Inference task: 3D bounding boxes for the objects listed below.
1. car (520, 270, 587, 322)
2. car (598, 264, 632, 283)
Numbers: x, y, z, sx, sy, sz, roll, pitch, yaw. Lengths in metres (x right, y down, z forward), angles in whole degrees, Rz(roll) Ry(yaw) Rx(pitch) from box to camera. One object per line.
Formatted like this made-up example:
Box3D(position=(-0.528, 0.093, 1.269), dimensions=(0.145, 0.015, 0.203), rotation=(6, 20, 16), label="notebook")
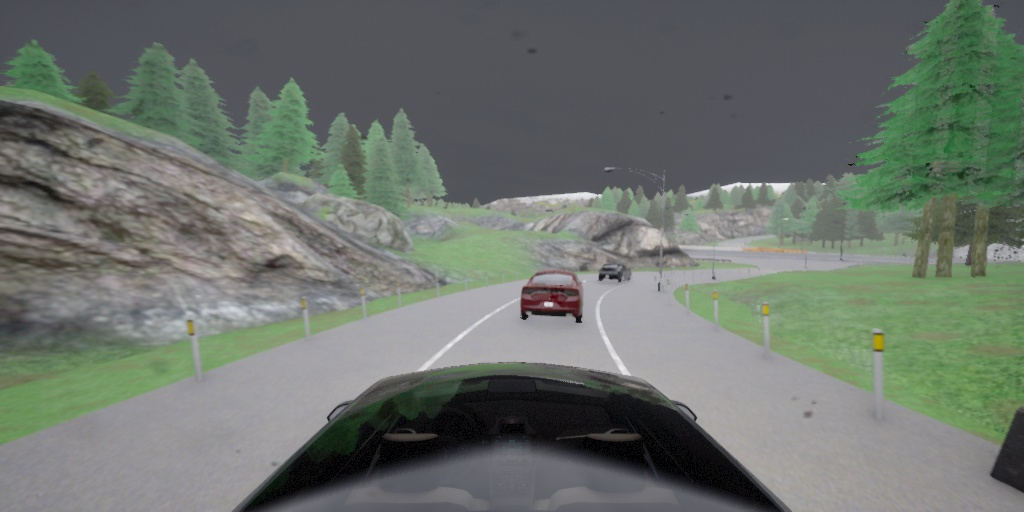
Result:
Box3D(position=(1.546, 1.227, 12.576), dimensions=(1.882, 1.535, 5.008), rotation=(1, 0, 12), label="car")
Box3D(position=(8.735, 1.390, 30.139), dimensions=(1.837, 1.490, 4.892), rotation=(3, 1, 31), label="car")
